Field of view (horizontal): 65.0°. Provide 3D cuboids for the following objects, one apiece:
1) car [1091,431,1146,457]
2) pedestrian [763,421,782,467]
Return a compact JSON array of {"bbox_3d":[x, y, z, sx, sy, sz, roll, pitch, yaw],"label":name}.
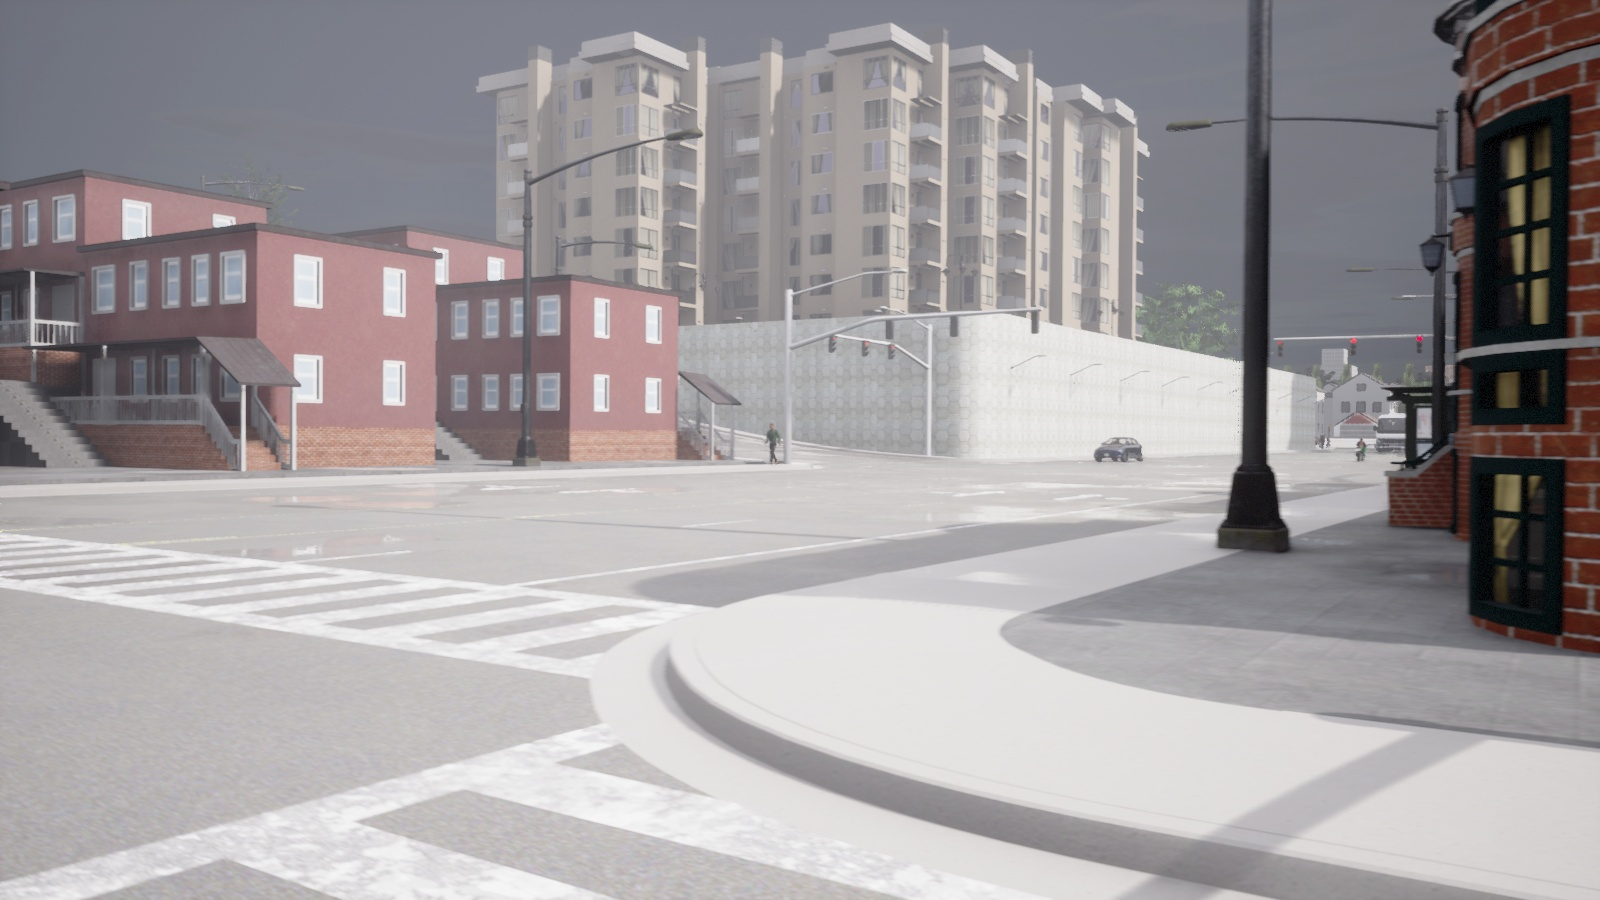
[{"bbox_3d":[18.571,-0.355,73.064,1.816,1.474,4.193,0,1,33],"label":"car"},{"bbox_3d":[-1.165,-0.264,53.140,0.423,1.949,0.788,0,1,34],"label":"pedestrian"}]
